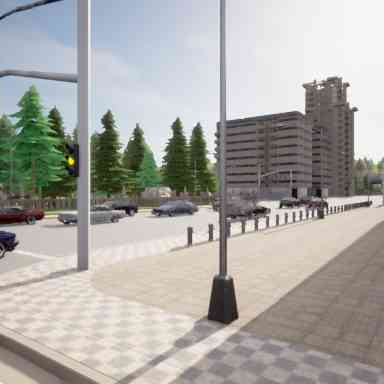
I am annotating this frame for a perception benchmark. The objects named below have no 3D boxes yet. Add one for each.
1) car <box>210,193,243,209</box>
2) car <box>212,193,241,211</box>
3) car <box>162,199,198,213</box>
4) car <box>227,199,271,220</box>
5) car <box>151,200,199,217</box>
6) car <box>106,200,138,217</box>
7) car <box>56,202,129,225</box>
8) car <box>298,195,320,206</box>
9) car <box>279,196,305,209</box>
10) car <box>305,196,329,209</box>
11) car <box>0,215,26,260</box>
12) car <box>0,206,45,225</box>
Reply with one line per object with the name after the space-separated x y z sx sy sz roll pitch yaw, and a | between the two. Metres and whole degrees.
4.951 1.221 46.594 2.150 2.045 5.566 0 0 36 | car
4.304 1.352 39.699 2.097 1.767 4.553 0 0 36 | car
-1.298 1.564 37.891 1.994 1.385 4.181 0 0 35 | car
4.853 1.548 28.085 2.033 1.411 5.357 0 0 35 | car
-1.502 1.547 31.563 2.033 1.411 5.357 0 0 36 | car
-7.044 1.478 29.821 1.882 1.535 5.008 0 0 36 | car
-7.103 1.601 23.703 1.895 1.301 4.718 0 0 35 | car
19.073 1.352 54.098 2.097 1.767 4.553 0 0 35 | car
13.786 1.504 46.669 1.837 1.490 4.892 0 0 36 | car
17.417 1.526 45.765 1.812 1.442 4.674 0 0 35 | car
-7.963 1.601 10.147 1.895 1.301 4.718 0 0 36 | car
-12.527 1.601 22.200 1.895 1.301 4.718 0 0 37 | car
